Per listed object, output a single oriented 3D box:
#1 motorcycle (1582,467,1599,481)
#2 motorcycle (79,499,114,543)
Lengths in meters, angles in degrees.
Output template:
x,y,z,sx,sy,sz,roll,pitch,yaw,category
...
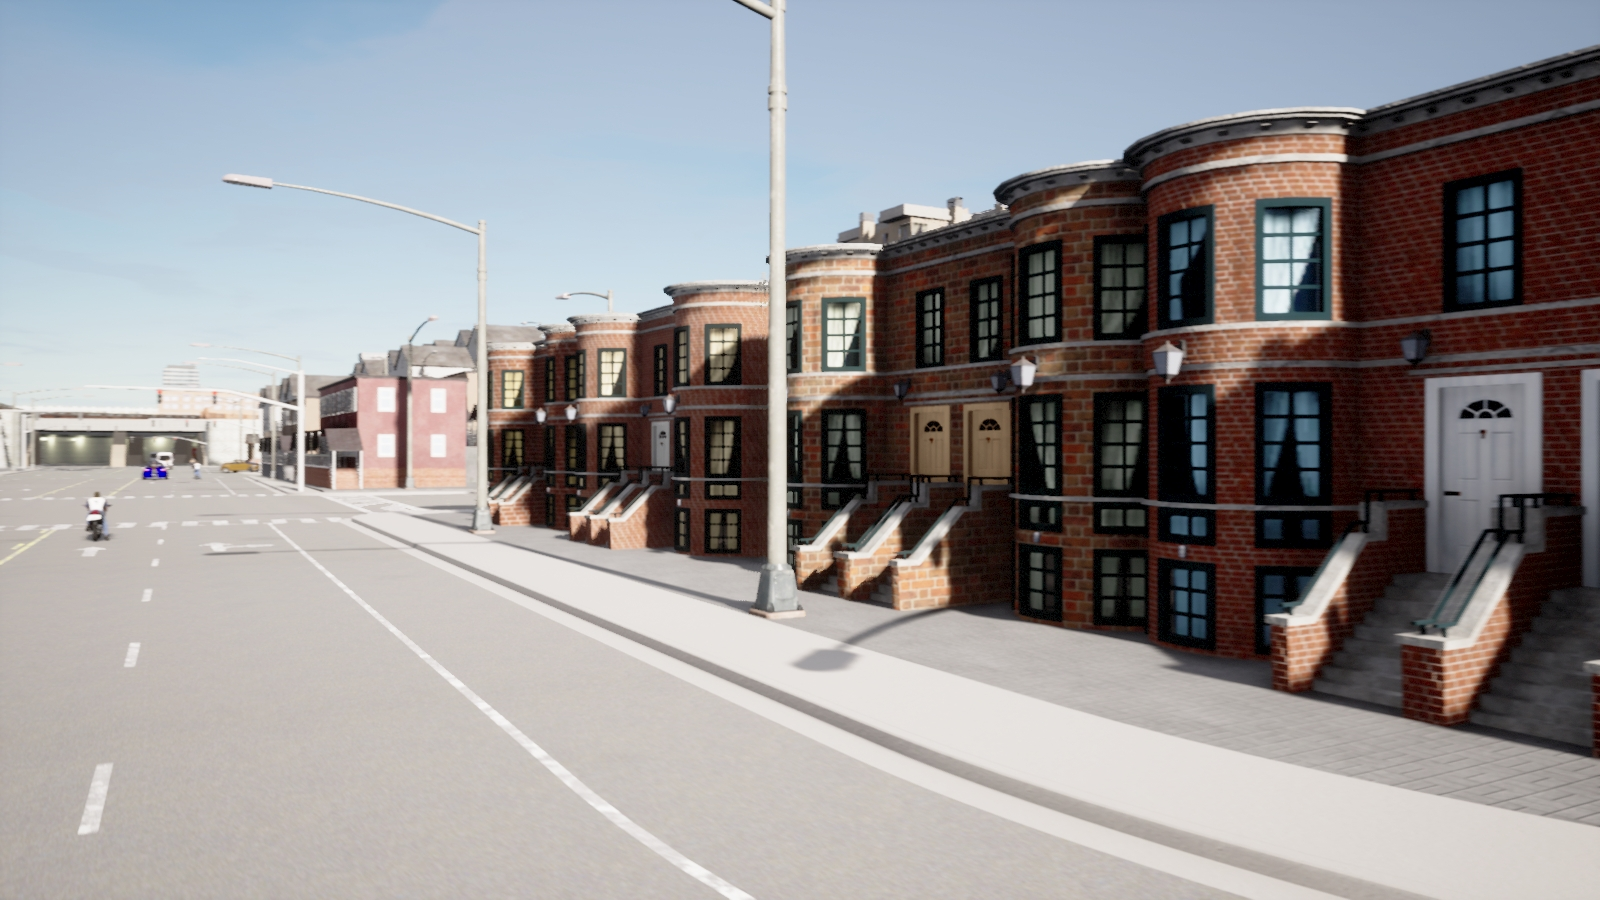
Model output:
x,y,z,sx,sy,sz,roll,pitch,yaw,category
74.601,2.291,107.442,2.356,1.277,0.764,0,0,-28,motorcycle
-21.894,2.190,35.573,0.803,1.224,2.033,0,0,-28,motorcycle
